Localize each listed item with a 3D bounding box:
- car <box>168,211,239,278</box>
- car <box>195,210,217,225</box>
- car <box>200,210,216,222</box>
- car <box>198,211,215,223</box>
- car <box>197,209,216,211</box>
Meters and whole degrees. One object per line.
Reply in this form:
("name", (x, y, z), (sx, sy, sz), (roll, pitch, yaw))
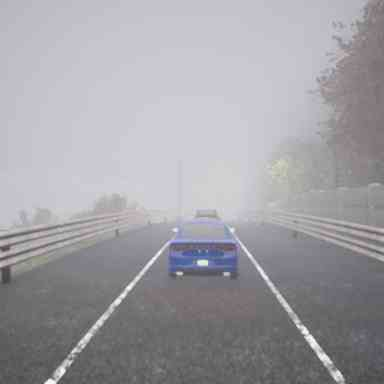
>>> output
("car", (0.367, 1.602, 10.571), (1.882, 1.535, 5.008), (0, -1, 2))
("car", (1.446, 2.499, 33.431), (2.033, 1.411, 5.357), (0, -3, 3))
("car", (2.305, 3.342, 46.432), (2.128, 1.511, 4.902), (0, -5, 5))
("car", (1.823, 2.942, 39.609), (1.895, 1.301, 4.718), (0, -4, 4))
("car", (1.027, 1.945, 23.010), (2.128, 1.511, 4.902), (0, -2, 3))
